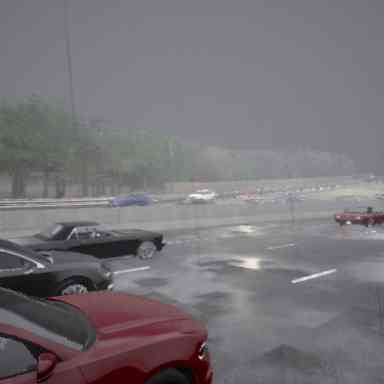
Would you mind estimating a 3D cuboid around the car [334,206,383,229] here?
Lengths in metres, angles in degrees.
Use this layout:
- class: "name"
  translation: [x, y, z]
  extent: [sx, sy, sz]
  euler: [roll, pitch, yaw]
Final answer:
- class: "car"
  translation: [11.260, 1.567, 21.528]
  extent: [4.718, 1.301, 1.895]
  euler: [0, 0, -38]

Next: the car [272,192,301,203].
- class: "car"
  translation: [12.877, 1.249, 45.202]
  extent: [4.553, 1.767, 2.097]
  euler: [0, 0, -38]

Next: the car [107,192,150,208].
- class: "car"
  translation: [-7.222, 1.067, 38.456]
  extent: [2.150, 2.045, 5.566]
  euler: [1, 2, 34]

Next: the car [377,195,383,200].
- class: "car"
  translation: [37.873, 1.299, 64.740]
  extent: [4.718, 1.301, 1.895]
  euler: [0, 0, -38]

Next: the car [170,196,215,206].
- class: "car"
  translation: [0.163, 1.420, 35.303]
  extent: [5.357, 1.411, 2.033]
  euler: [0, 1, -38]

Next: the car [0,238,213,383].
- class: "car"
  translation: [-2.069, 1.465, 2.509]
  extent: [5.008, 1.535, 1.882]
  euler: [0, 0, -38]

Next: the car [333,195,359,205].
- class: "car"
  translation: [25.421, 1.307, 54.981]
  extent: [4.892, 1.490, 1.837]
  euler: [-1, 1, -38]

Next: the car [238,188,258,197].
- class: "car"
  translation: [11.126, 0.218, 65.771]
  extent: [2.150, 2.045, 5.566]
  euler: [1, 3, 36]

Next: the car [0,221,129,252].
- class: "car"
  translation: [-3.732, 1.480, 5.520]
  extent: [4.892, 1.490, 1.837]
  euler: [0, 0, -38]

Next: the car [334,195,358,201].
- class: "car"
  translation: [19.422, 1.438, 41.425]
  extent: [4.674, 1.442, 1.812]
  euler: [0, 0, -38]

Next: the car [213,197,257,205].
- class: "car"
  translation: [4.501, 1.452, 29.827]
  extent: [4.674, 1.442, 1.812]
  euler: [0, 0, -38]

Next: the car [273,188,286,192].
- class: "car"
  translation: [20.864, -0.193, 78.364]
  extent: [2.033, 1.411, 5.357]
  euler: [1, 3, 39]

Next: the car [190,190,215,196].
- class: "car"
  translation: [1.588, 0.745, 52.169]
  extent: [2.150, 2.045, 5.566]
  euler: [1, 2, 34]

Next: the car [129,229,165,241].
- class: "car"
  translation: [-3.174, 1.564, 10.369]
  extent: [4.718, 1.301, 1.895]
  euler: [0, 0, -38]
